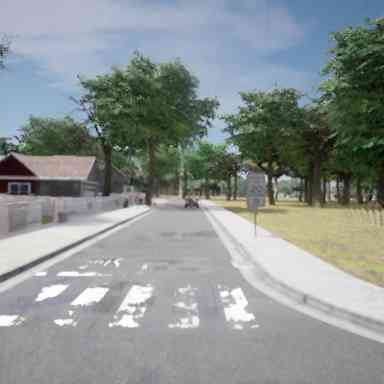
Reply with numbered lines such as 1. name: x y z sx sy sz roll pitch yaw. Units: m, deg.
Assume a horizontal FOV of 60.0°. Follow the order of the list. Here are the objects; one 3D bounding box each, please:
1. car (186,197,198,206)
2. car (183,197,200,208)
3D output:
1. car: -0.056 1.488 55.016 1.895 1.301 4.718 1 0 0
2. car: -0.046 1.425 44.981 1.812 1.442 4.674 1 0 0
